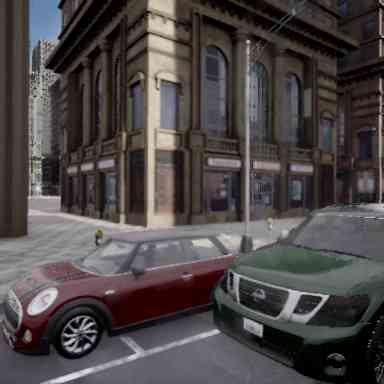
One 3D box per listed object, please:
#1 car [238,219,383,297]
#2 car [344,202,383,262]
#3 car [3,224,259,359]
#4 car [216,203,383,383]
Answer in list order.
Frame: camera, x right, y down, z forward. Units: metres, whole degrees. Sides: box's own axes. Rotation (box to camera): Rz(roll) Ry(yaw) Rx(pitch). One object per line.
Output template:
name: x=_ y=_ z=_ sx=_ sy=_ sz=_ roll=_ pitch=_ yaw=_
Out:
car: x=3.538 y=1.585 z=9.168 sx=4.313 sy=1.339 sz=1.947 roll=0 pitch=0 yaw=-35
car: x=8.100 y=1.348 z=12.421 sx=5.009 sy=1.841 sz=2.192 roll=0 pitch=0 yaw=-35
car: x=-1.022 y=1.446 z=5.915 sx=4.097 sy=1.590 sz=1.967 roll=0 pitch=0 yaw=-35
car: x=2.961 y=1.235 z=5.490 sx=5.566 sy=2.045 sz=2.150 roll=0 pitch=0 yaw=-36
